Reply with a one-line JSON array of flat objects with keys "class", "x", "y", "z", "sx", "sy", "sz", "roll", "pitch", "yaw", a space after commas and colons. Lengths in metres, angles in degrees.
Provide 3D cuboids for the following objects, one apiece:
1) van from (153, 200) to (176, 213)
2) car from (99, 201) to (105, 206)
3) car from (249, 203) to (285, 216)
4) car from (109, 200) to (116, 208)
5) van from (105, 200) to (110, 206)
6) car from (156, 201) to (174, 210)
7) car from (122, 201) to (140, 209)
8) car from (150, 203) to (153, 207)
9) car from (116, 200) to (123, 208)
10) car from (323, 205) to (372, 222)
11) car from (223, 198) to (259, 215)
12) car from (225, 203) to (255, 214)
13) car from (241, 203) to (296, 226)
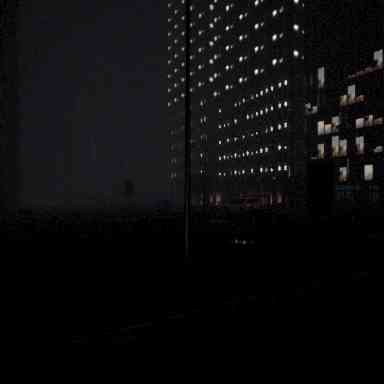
[{"class": "van", "x": -3.595, "y": 2.005, "z": 46.198, "sx": 1.690, "sy": 1.788, "sz": 3.998, "roll": -1, "pitch": -1, "yaw": -26}, {"class": "car", "x": -23.073, "y": 3.053, "z": 86.751, "sx": 1.887, "sy": 1.381, "sz": 4.507, "roll": -1, "pitch": -1, "yaw": -26}, {"class": "car", "x": 8.834, "y": 2.068, "z": 39.684, "sx": 1.947, "sy": 1.339, "sz": 4.313, "roll": -1, "pitch": -1, "yaw": -26}, {"class": "car", "x": -15.768, "y": 2.731, "z": 71.544, "sx": 1.887, "sy": 1.381, "sz": 4.507, "roll": -1, "pitch": -1, "yaw": -26}, {"class": "van", "x": -18.206, "y": 2.634, "z": 76.615, "sx": 1.690, "sy": 1.788, "sz": 3.998, "roll": -1, "pitch": -1, "yaw": -26}, {"class": "car", "x": -5.172, "y": 2.458, "z": 62.863, "sx": 1.882, "sy": 1.535, "sz": 5.008, "roll": 0, "pitch": -1, "yaw": -26}, {"class": "car", "x": -10.897, "y": 2.525, "z": 61.404, "sx": 2.008, "sy": 1.369, "sz": 4.403, "roll": -1, "pitch": -1, "yaw": -26}, {"class": "car", "x": -8.213, "y": 2.808, "z": 75.171, "sx": 1.802, "sy": 1.307, "sz": 4.206, "roll": -1, "pitch": -1, "yaw": -26}, {"class": "car", "x": -13.259, "y": 2.602, "z": 66.321, "sx": 1.752, "sy": 1.417, "sz": 4.829, "roll": -1, "pitch": -1, "yaw": -26}, {"class": "car", "x": 13.704, "y": 1.854, "z": 29.544, "sx": 2.008, "sy": 1.369, "sz": 4.403, "roll": -1, "pitch": -1, "yaw": -26}, {"class": "car", "x": 5.924, "y": 1.735, "z": 39.795, "sx": 2.150, "sy": 2.045, "sz": 5.566, "roll": 0, "pitch": -1, "yaw": -26}, {"class": "car", "x": 6.398, "y": 2.168, "z": 44.754, "sx": 1.947, "sy": 1.339, "sz": 4.313, "roll": -1, "pitch": -1, "yaw": -26}, {"class": "car", "x": 6.150, "y": 1.813, "z": 25.916, "sx": 2.008, "sy": 1.369, "sz": 4.403, "roll": -1, "pitch": -1, "yaw": -26}]
